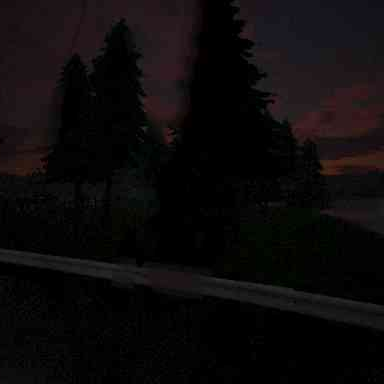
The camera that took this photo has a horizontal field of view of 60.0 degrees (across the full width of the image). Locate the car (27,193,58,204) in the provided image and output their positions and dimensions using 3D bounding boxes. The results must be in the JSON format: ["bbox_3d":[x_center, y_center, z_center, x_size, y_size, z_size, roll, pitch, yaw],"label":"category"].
[{"bbox_3d":[-26.926,1.218,60.892,2.150,2.045,5.566,0,0,9],"label":"car"}]

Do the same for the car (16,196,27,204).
[{"bbox_3d":[-30.422,1.490,61.771,2.128,1.511,4.902,0,0,9],"label":"car"}]

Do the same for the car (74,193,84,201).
[{"bbox_3d":[-30.605,1.225,90.537,2.150,2.045,5.566,0,0,-14],"label":"car"}]

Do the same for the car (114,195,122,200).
[{"bbox_3d":[-19.365,1.500,86.701,1.837,1.490,4.892,0,0,-10],"label":"car"}]

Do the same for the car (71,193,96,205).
[{"bbox_3d":[-20.065,1.490,60.319,2.128,1.511,4.902,0,0,9],"label":"car"}]

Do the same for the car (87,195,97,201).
[{"bbox_3d":[-26.827,1.553,89.233,1.994,1.385,4.181,0,0,-10],"label":"car"}]

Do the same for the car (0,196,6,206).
[{"bbox_3d":[-27.650,1.547,43.587,2.033,1.411,5.357,0,0,15],"label":"car"}]

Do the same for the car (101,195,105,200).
[{"bbox_3d":[-23.155,1.553,88.302,1.994,1.385,4.181,0,0,-10],"label":"car"}]
